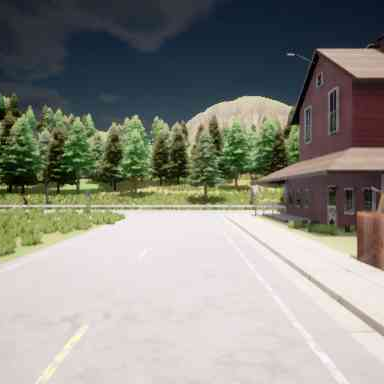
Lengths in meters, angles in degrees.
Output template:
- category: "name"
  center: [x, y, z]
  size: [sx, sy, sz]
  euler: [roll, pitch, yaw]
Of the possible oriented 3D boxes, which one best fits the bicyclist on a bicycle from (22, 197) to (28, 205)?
- category: "bicyclist on a bicycle"
  center: [-21.769, 1.406, 43.362]
  size: [0.582, 1.620, 1.656]
  euler: [0, 10, 0]
